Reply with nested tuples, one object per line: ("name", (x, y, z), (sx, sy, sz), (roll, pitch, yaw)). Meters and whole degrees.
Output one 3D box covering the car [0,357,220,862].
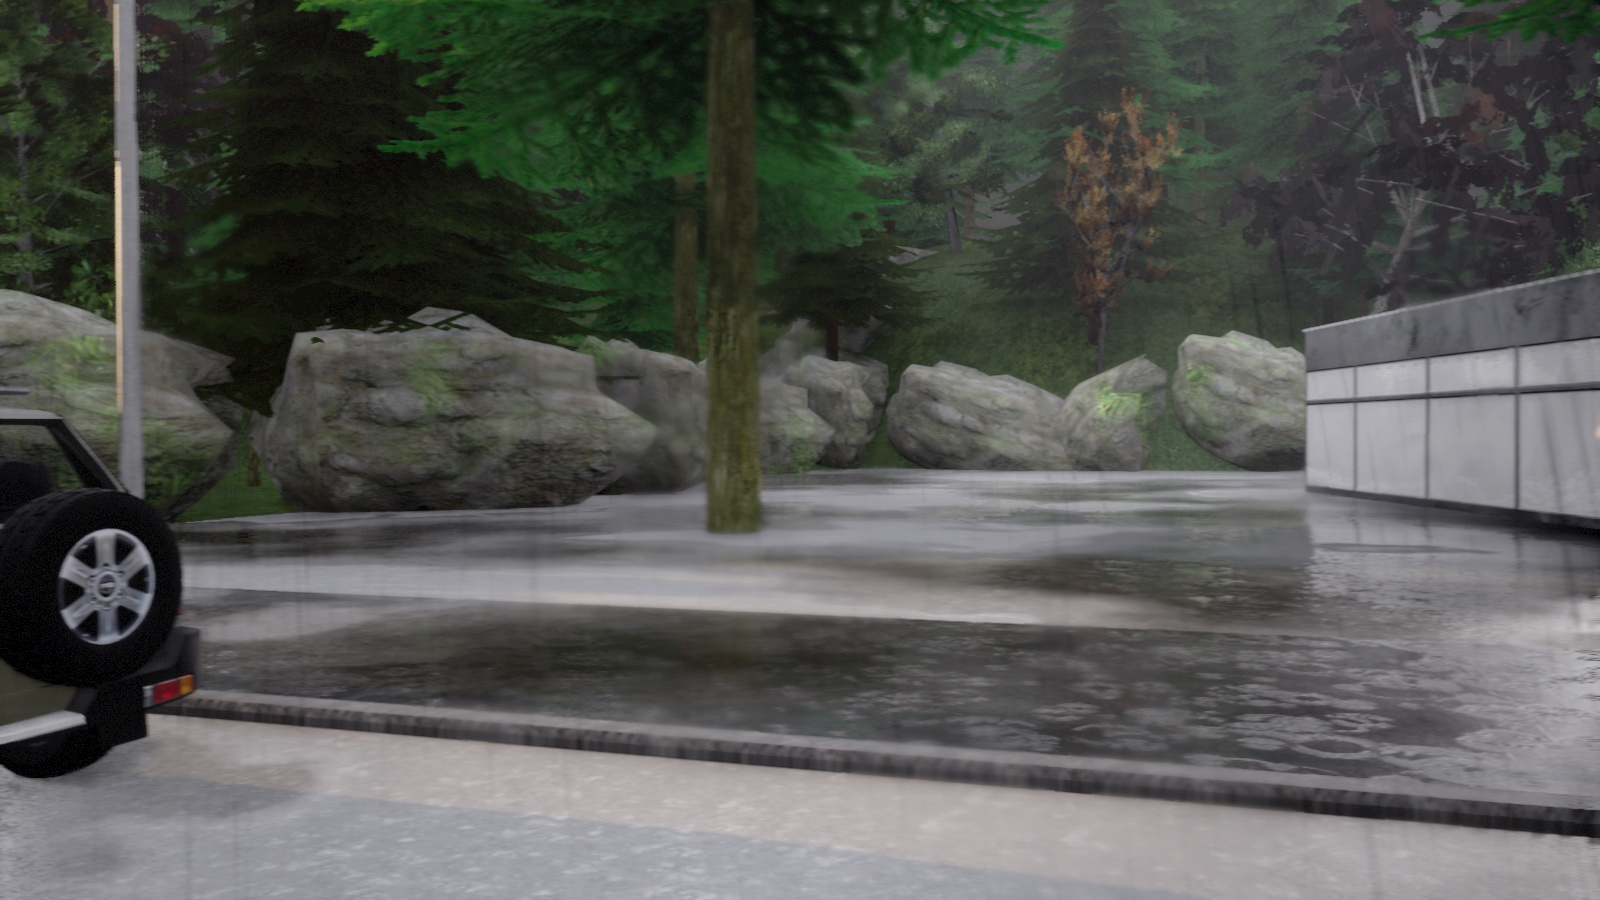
("car", (-5.085, 0.549, 5.429), (4.605, 1.855, 1.932), (1, 1, 19))
